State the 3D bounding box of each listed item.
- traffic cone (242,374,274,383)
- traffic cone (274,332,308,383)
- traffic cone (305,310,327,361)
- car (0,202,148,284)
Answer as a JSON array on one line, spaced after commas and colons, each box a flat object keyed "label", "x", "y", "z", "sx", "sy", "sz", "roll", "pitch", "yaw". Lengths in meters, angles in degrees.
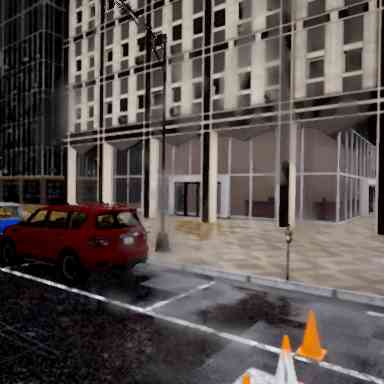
[{"label": "traffic cone", "x": 0.491, "y": 1.947, "z": 3.010, "sx": 0.340, "sy": 0.580, "sz": 0.340, "roll": 0, "pitch": 0, "yaw": 36}, {"label": "traffic cone", "x": 1.075, "y": 1.947, "z": 3.821, "sx": 0.340, "sy": 0.580, "sz": 0.340, "roll": 1, "pitch": 0, "yaw": 36}, {"label": "traffic cone", "x": 1.659, "y": 1.947, "z": 4.632, "sx": 0.340, "sy": 0.580, "sz": 0.340, "roll": 1, "pitch": 0, "yaw": 36}, {"label": "car", "x": -3.476, "y": 1.257, "z": 9.507, "sx": 5.009, "sy": 1.841, "sz": 2.192, "roll": 1, "pitch": 1, "yaw": 36}]
